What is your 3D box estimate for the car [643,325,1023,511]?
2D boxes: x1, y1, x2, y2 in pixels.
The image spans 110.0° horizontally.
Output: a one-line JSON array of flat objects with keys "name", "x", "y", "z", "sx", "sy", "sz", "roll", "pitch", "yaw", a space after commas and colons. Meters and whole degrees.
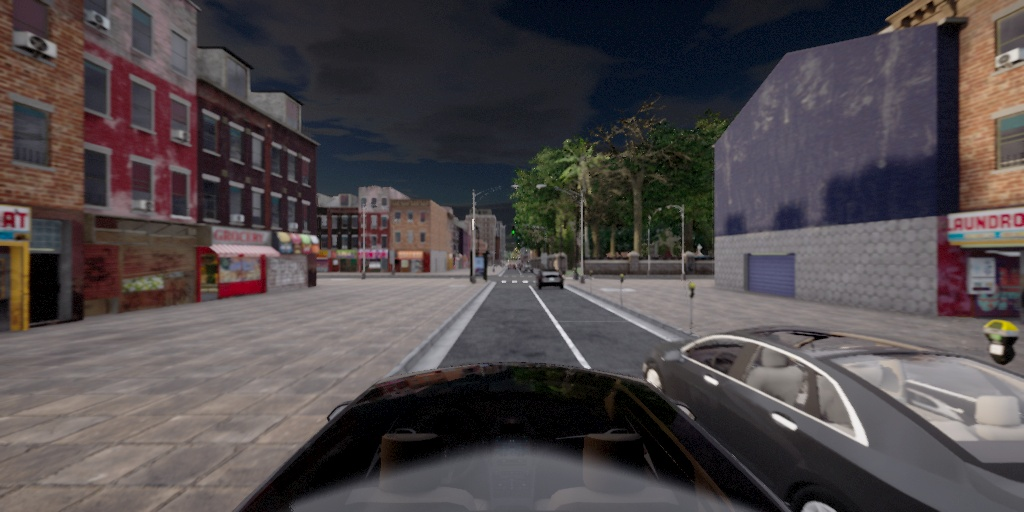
[{"name": "car", "x": 2.637, "y": 1.318, "z": 3.275, "sx": 2.007, "sy": 1.370, "sz": 4.403, "roll": 0, "pitch": 0, "yaw": 0}]

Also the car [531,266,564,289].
[{"name": "car", "x": 2.638, "y": 1.605, "z": 25.760, "sx": 1.948, "sy": 1.339, "sz": 4.313, "roll": 0, "pitch": 0, "yaw": 0}]

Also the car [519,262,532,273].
[{"name": "car", "x": 2.640, "y": 2.063, "z": 58.269, "sx": 2.007, "sy": 1.370, "sz": 4.403, "roll": 0, "pitch": 0, "yaw": 0}]
